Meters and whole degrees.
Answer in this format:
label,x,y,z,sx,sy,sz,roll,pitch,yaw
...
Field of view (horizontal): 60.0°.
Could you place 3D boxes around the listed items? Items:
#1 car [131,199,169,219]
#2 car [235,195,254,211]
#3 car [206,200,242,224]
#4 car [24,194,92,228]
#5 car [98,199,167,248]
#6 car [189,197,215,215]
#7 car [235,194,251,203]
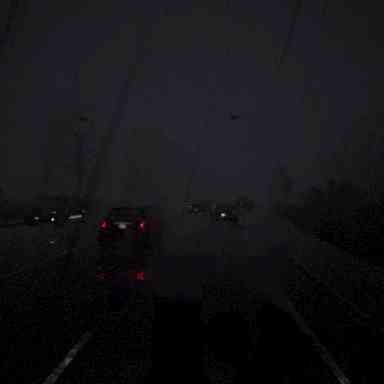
label,x,y,z,sx,sy,sz,roll,pitch,yaw
car,-3.732,1.463,30.559,1.882,1.535,5.008,0,0,12
car,6.525,1.365,41.427,2.097,1.767,4.553,0,0,16
car,2.535,1.568,25.099,1.994,1.385,4.181,0,0,10
car,-8.787,1.198,22.410,2.150,2.045,5.566,0,0,9
car,-2.462,1.346,14.947,2.097,1.767,4.553,0,0,6
car,0.942,1.523,34.432,1.812,1.442,4.674,0,0,14
car,10.735,1.331,70.179,2.097,1.767,4.553,0,0,27
